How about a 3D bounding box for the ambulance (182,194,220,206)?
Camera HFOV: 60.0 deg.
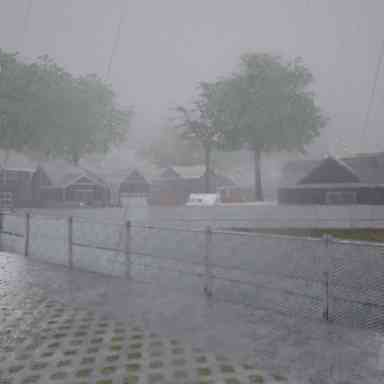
[{"bbox_3d":[1.194,1.462,44.085,2.351,2.431,6.366,-1,0,36],"label":"ambulance"}]
